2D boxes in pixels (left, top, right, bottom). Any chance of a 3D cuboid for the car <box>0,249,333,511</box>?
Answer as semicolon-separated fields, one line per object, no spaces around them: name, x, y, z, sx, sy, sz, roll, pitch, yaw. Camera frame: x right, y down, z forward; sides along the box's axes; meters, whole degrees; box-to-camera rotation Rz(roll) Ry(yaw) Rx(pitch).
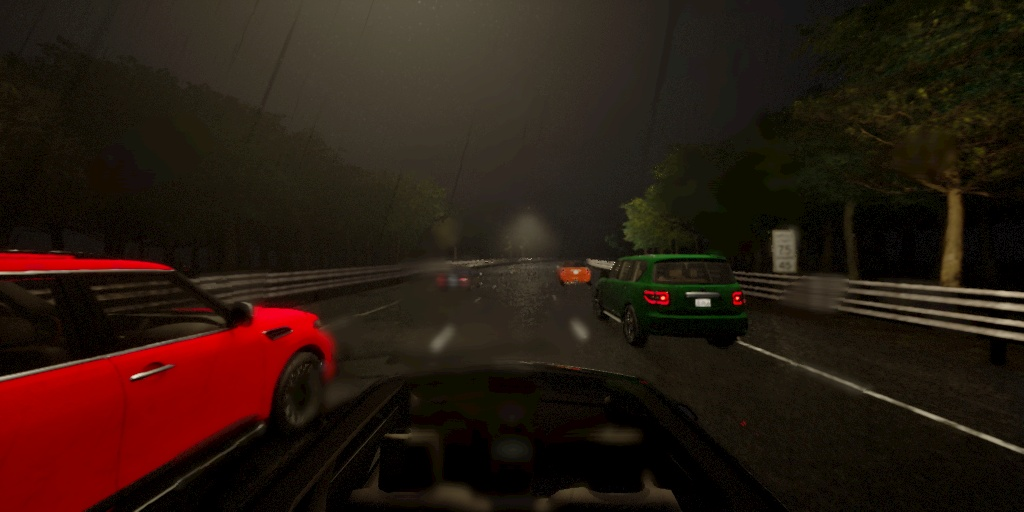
car;-3.415;0.972;2.287;2.150;2.045;5.566;0;0;1

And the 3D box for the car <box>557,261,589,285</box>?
car;4.411;1.118;26.122;2.097;1.767;4.553;0;0;3

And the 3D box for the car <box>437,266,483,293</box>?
car;-2.903;1.313;20.988;2.033;1.411;5.357;0;0;3

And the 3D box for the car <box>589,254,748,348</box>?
car;3.709;0.986;9.488;2.150;2.045;5.566;0;0;2
